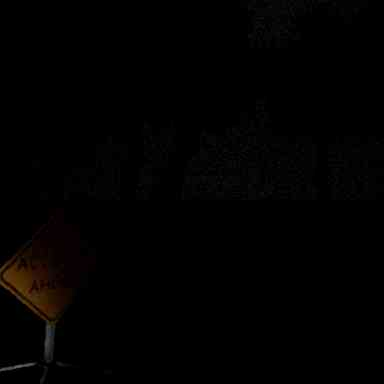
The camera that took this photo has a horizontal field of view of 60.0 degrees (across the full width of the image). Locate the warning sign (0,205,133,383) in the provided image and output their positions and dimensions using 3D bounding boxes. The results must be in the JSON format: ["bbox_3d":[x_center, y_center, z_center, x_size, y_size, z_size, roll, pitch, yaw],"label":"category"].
[{"bbox_3d":[-1.566,1.122,3.750,1.060,1.860,1.300,3,-1,35],"label":"warning sign"}]
